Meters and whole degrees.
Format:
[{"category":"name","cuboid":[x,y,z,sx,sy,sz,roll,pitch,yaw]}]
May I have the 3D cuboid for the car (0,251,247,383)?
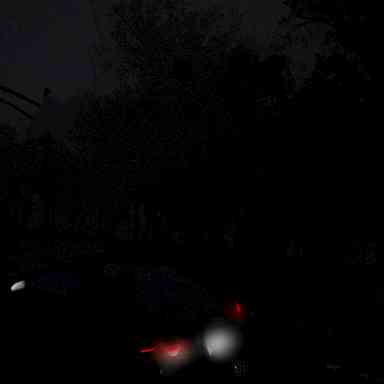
[{"category":"car","cuboid":[-1.367,1.563,4.649,4.181,1.385,1.994,0,0,35]}]
